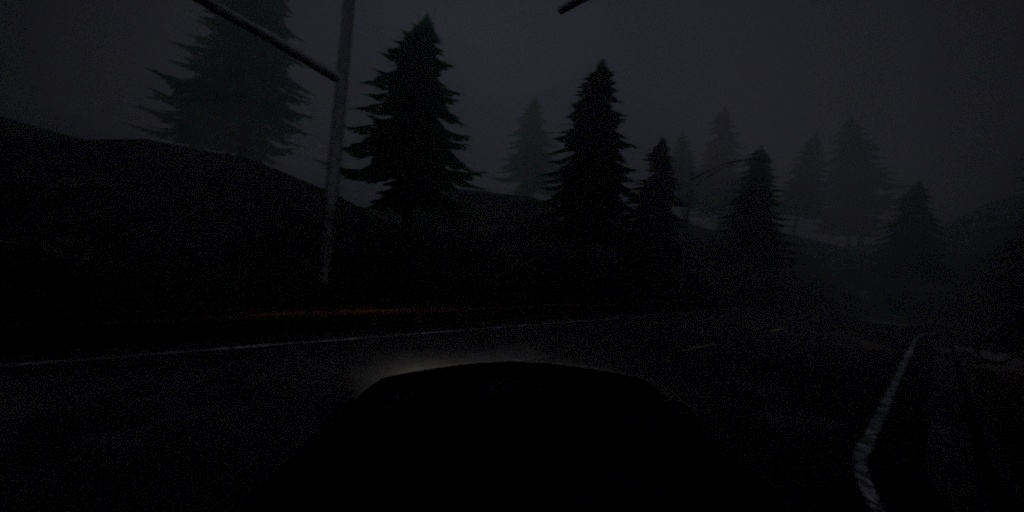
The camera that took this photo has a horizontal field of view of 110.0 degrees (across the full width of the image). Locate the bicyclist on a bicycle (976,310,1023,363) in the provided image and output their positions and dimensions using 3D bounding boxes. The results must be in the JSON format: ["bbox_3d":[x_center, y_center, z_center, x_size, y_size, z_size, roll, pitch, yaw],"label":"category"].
[{"bbox_3d":[14.457,2.363,10.111,0.582,1.620,1.656,5,0,-40],"label":"bicyclist on a bicycle"}]
